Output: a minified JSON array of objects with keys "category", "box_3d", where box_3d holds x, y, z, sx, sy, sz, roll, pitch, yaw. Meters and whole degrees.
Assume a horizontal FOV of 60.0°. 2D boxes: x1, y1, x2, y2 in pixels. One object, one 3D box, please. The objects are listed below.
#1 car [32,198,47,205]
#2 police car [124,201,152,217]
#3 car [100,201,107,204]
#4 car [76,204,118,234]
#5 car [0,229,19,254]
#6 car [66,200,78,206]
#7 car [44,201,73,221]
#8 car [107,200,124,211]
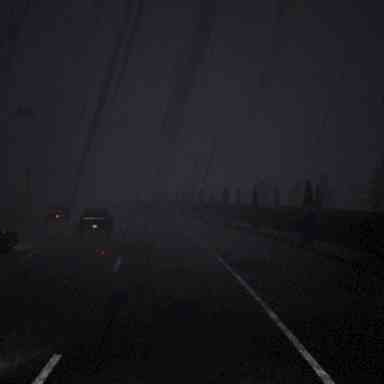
[{"category":"car","box_3d":[-36.480,2.285,79.713,4.892,1.490,1.837,-1,-1,41]},{"category":"police car","box_3d":[-5.815,1.842,36.786,1.930,1.638,5.238,0,-1,-20]},{"category":"car","box_3d":[-13.213,2.106,52.590,1.837,1.490,4.892,0,-1,-30]},{"category":"car","box_3d":[-5.988,1.735,21.101,2.128,1.511,4.902,0,-1,-12]},{"category":"car","box_3d":[-7.761,1.684,11.231,2.033,1.411,5.357,0,-1,-7]},{"category":"car","box_3d":[-24.972,2.231,67.891,1.895,1.301,4.718,0,-1,-41]},{"category":"car","box_3d":[-12.315,1.864,30.841,1.837,1.490,4.892,0,-1,-18]},{"category":"car","box_3d":[-10.124,2.010,46.767,1.882,1.535,5.008,0,-1,-26]}]
